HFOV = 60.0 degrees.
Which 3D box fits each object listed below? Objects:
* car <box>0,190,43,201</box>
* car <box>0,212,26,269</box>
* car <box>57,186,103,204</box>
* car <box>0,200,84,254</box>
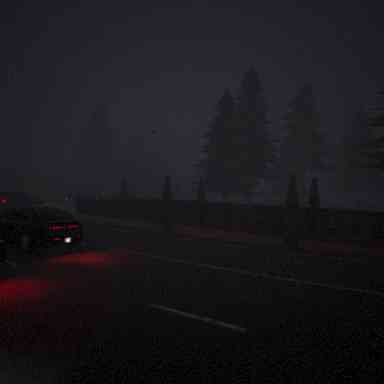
[{"bbox_3d":[-13.974,0.663,26.552,2.097,1.767,4.553,2,1,13],"label":"car"},{"bbox_3d":[-6.757,1.316,8.753,4.902,1.511,2.128,2,1,36],"label":"car"},{"bbox_3d":[-13.329,0.289,40.037,2.150,2.045,5.566,2,2,38],"label":"car"},{"bbox_3d":[-6.135,1.279,12.616,4.892,1.490,1.837,2,1,36],"label":"car"}]
